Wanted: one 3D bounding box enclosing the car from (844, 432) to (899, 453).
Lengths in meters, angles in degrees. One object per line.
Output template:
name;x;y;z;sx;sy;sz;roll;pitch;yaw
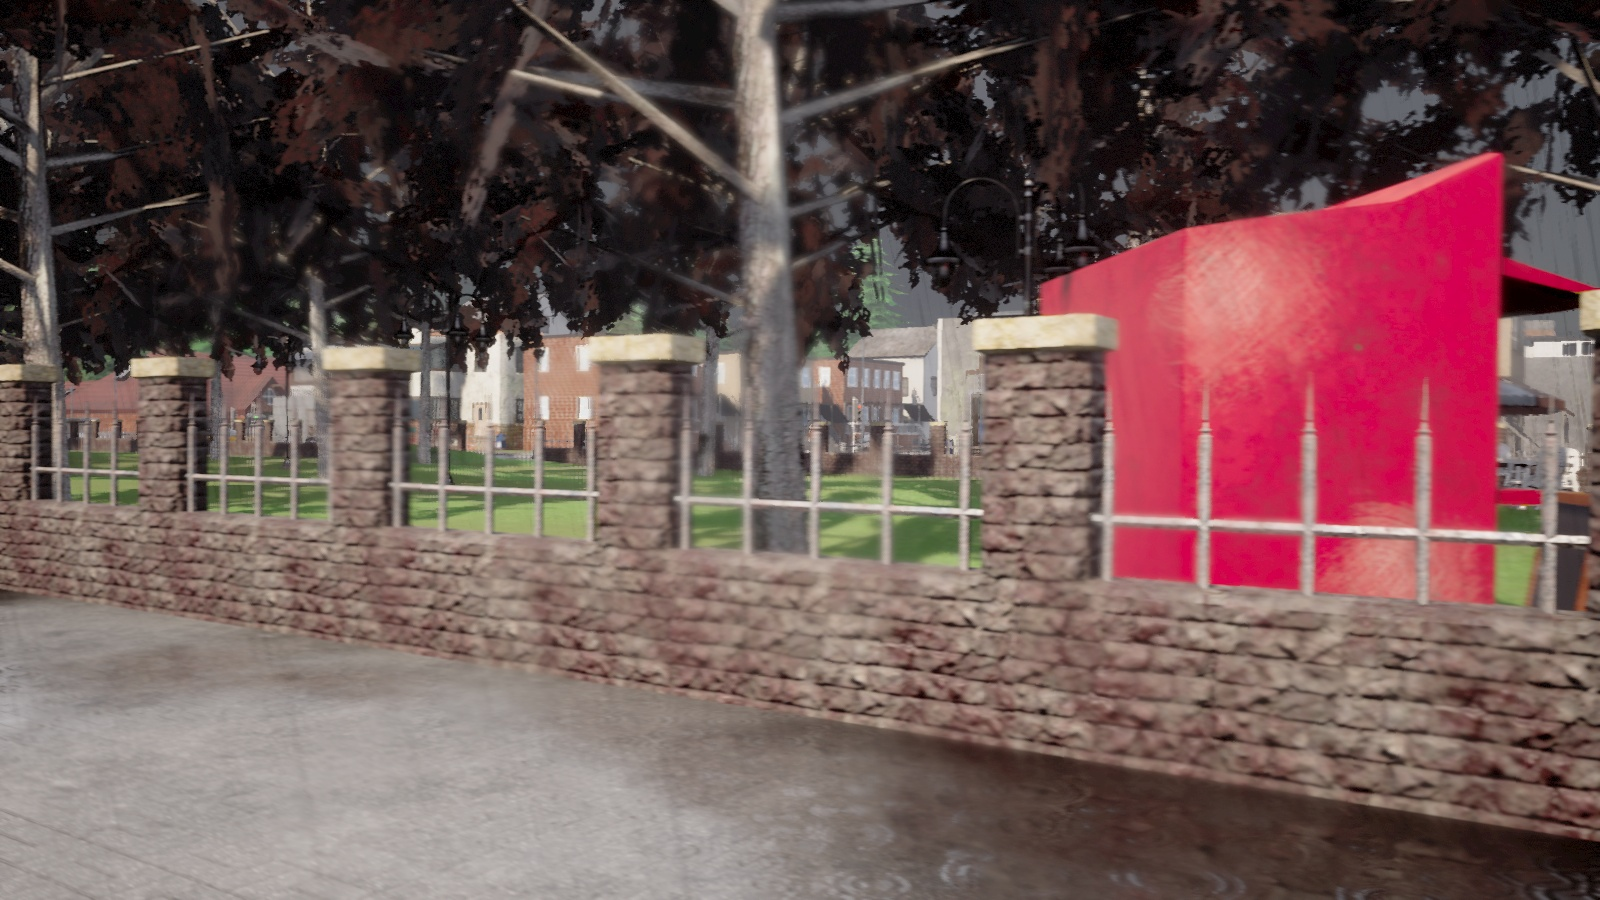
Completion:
car;5.171;-0.526;90.569;1.812;1.442;4.674;0;1;34
